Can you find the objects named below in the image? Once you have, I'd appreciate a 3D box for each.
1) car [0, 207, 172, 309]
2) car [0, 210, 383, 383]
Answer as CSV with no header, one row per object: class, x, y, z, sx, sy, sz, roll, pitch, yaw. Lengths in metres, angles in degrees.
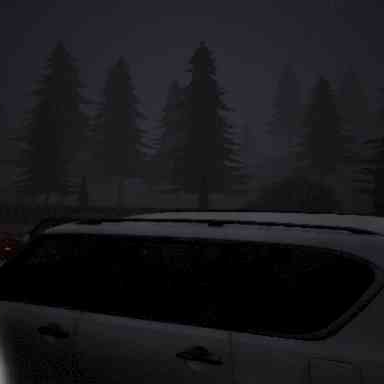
car,-3.006,1.348,8.260,4.553,1.767,2.097,0,0,24
car,-0.481,1.217,3.310,5.566,2.045,2.150,0,0,24
